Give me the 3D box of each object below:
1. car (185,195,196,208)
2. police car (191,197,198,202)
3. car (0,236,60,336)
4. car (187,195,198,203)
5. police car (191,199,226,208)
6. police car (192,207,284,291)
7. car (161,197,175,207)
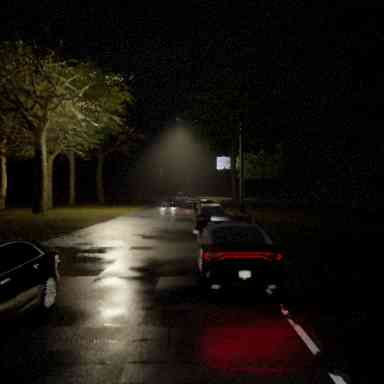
[{"bbox_3d":[0.081,1.470,46.505,2.128,1.511,4.902,0,0,1],"label":"car"},{"bbox_3d":[1.077,1.463,25.224,1.930,1.638,5.238,0,0,0],"label":"police car"},{"bbox_3d":[-3.593,1.513,4.916,1.837,1.490,4.892,0,0,0],"label":"car"},{"bbox_3d":[0.074,1.390,66.763,2.033,1.411,5.357,0,1,0],"label":"car"},{"bbox_3d":[1.071,1.458,19.226,1.930,1.638,5.238,0,0,0],"label":"police car"},{"bbox_3d":[1.059,1.441,9.226,1.930,1.638,5.238,0,0,0],"label":"police car"},{"bbox_3d":[-3.529,1.474,49.398,1.837,1.490,4.892,0,0,0],"label":"car"}]
